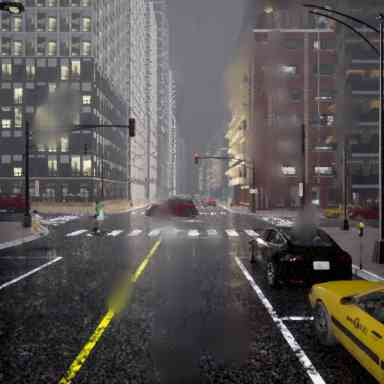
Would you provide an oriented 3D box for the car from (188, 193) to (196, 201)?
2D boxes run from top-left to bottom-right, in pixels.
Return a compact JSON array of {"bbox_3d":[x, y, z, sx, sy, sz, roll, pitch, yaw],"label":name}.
[{"bbox_3d":[0.009,1.227,83.594,2.097,1.767,4.553,0,0,0],"label":"car"}]

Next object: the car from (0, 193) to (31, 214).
[{"bbox_3d":[-17.690,1.030,31.063,5.009,1.841,2.192,1,-1,0],"label":"car"}]

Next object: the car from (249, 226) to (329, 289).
[{"bbox_3d":[2.693,1.566,8.999,1.947,1.339,4.313,0,0,0],"label":"car"}]

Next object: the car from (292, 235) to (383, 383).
[{"bbox_3d":[2.693,1.525,3.486,1.752,1.417,4.829,0,0,0],"label":"car"}]

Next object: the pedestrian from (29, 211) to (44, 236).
[{"bbox_3d":[-7.411,1.432,15.859,0.375,1.300,0.375,0,0,0],"label":"pedestrian"}]

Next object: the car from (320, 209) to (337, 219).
[{"bbox_3d":[14.646,1.837,31.338,4.829,1.417,1.752,1,-1,0],"label":"car"}]

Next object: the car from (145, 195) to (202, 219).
[{"bbox_3d":[-1.673,1.356,28.593,4.553,1.767,2.097,1,0,0],"label":"car"}]

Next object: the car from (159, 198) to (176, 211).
[{"bbox_3d":[-3.114,1.557,43.290,2.033,1.411,5.357,0,0,-4],"label":"car"}]

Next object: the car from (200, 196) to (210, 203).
[{"bbox_3d":[2.699,1.578,69.588,2.008,1.369,4.403,0,0,0],"label":"car"}]

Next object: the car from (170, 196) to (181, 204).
[{"bbox_3d":[-3.048,1.528,63.725,1.837,1.490,4.892,0,0,0],"label":"car"}]

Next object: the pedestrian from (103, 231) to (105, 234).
[{"bbox_3d":[-4.730,1.295,17.060,0.375,1.860,0.375,0,0,0],"label":"pedestrian"}]

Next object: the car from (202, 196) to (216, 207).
[{"bbox_3d":[2.747,1.596,51.023,1.802,1.307,4.206,0,0,0],"label":"car"}]

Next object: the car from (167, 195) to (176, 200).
[{"bbox_3d":[-5.680,1.599,92.183,2.008,1.369,4.403,0,0,0],"label":"car"}]

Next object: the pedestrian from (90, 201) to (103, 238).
[{"bbox_3d":[-4.750,1.295,16.399,0.375,1.860,0.375,0,0,0],"label":"pedestrian"}]

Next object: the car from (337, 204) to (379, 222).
[{"bbox_3d":[15.503,1.846,28.738,4.674,1.442,1.812,1,0,-1],"label":"car"}]

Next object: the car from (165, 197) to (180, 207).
[{"bbox_3d":[-3.077,1.580,53.310,1.994,1.385,4.181,0,0,1],"label":"car"}]
